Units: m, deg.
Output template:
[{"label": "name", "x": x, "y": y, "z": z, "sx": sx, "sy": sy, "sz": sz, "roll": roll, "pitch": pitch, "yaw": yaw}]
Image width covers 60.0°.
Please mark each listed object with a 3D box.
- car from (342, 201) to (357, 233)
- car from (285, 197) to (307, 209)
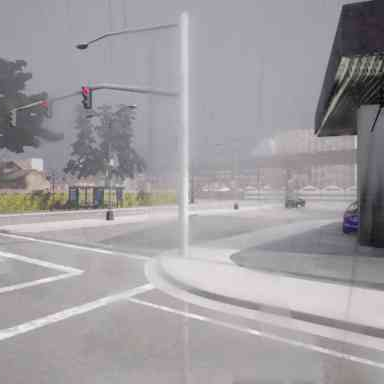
[{"label": "car", "x": 9.531, "y": 1.295, "z": 17.670, "sx": 2.242, "sy": 1.667, "sz": 4.611, "roll": 0, "pitch": 0, "yaw": 37}, {"label": "car", "x": 14.527, "y": 1.506, "z": 46.566, "sx": 1.837, "sy": 1.490, "sz": 4.892, "roll": 0, "pitch": 0, "yaw": 36}]
